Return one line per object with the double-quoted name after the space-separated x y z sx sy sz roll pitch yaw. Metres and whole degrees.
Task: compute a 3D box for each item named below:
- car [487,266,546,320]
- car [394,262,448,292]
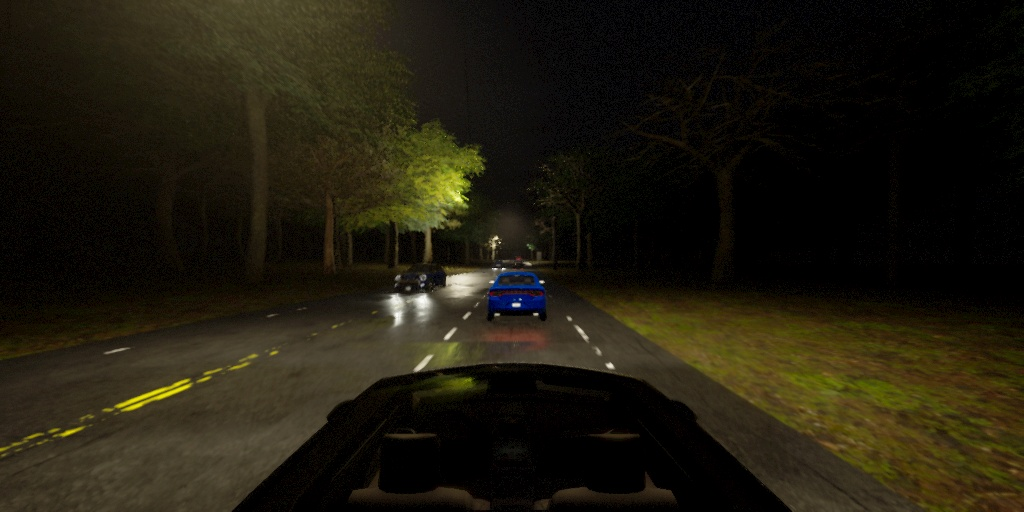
0.178 1.318 13.115 1.882 1.535 5.008 0 0 1 "car"
-5.688 1.269 22.803 2.097 1.767 4.553 0 0 7 "car"
